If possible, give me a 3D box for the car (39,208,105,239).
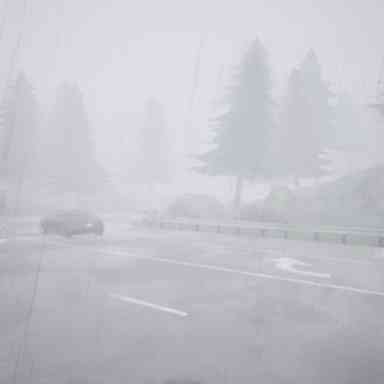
[{"bbox_3d":[-6.409,1.563,17.568,4.181,1.385,1.994,0,0,44],"label":"car"}]
